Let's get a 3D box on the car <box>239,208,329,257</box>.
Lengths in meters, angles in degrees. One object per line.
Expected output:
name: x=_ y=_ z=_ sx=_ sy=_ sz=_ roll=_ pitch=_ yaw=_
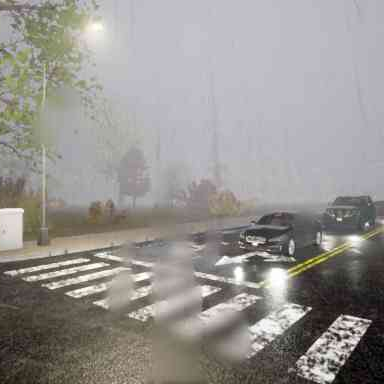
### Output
car: x=3.651 y=1.518 z=13.188 sx=1.837 sy=1.490 sz=4.892 roll=0 pitch=0 yaw=39

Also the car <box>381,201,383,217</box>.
car: x=17.056 y=1.514 z=29.972 sx=1.882 sy=1.535 sz=5.008 roll=0 pitch=0 yaw=39

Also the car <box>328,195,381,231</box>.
car: x=10.326 y=1.247 z=21.555 sx=2.150 sy=2.045 sz=5.566 roll=0 pitch=0 yaw=39
